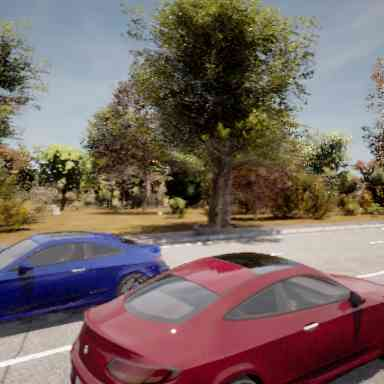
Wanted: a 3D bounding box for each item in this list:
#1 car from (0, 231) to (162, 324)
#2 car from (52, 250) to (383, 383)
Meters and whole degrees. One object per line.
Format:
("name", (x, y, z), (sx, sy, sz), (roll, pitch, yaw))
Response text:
("car", (-2.656, 1.504, 6.249), (4.674, 1.442, 1.812), (1, 0, -35))
("car", (0.933, 1.527, 4.211), (4.674, 1.442, 1.812), (0, 0, -34))
